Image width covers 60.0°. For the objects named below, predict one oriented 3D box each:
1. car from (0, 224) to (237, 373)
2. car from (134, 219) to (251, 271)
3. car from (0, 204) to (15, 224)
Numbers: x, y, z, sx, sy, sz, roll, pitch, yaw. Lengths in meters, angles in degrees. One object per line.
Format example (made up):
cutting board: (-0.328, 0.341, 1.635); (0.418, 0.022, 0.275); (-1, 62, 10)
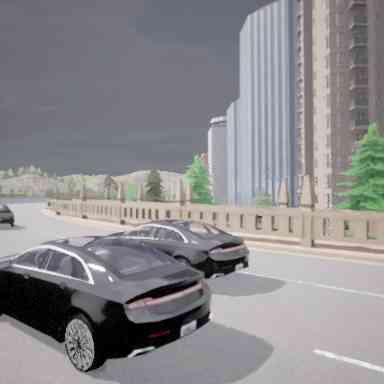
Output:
car: (-1.938, 1.511, 5.723); (4.902, 1.511, 2.128); (0, 0, 39)
car: (-0.755, 1.525, 9.287); (4.902, 1.511, 2.128); (0, 0, 40)
car: (-13.336, 1.559, 22.440); (2.128, 1.511, 4.902); (0, 0, -38)
